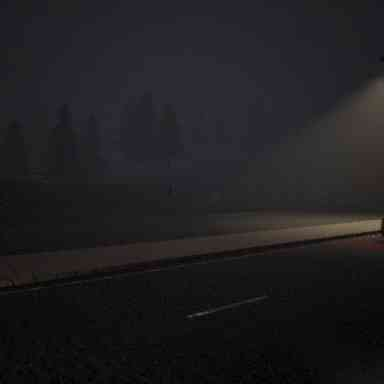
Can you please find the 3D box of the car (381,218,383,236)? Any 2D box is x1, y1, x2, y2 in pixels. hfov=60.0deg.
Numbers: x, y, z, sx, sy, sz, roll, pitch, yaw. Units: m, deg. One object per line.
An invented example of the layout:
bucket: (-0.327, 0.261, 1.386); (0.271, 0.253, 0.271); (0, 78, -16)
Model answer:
car: (10.970, 1.497, 15.875); (5.008, 1.535, 1.882); (0, 0, -36)
